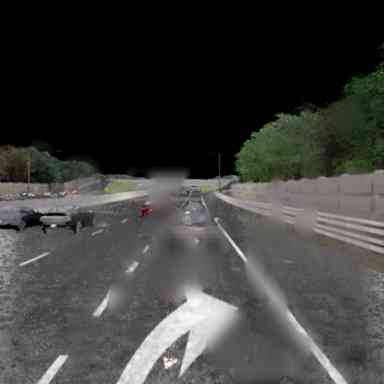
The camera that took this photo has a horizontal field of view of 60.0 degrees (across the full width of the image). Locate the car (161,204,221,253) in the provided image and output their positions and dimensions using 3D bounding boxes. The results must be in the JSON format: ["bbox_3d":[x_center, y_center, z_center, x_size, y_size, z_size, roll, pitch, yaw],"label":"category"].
[{"bbox_3d":[0.121,1.473,13.530,2.128,1.511,4.902,0,0,0],"label":"car"}]

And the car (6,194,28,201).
[{"bbox_3d":[-31.147,1.175,59.250,1.837,1.490,4.892,0,1,1],"label":"car"}]

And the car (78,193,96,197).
[{"bbox_3d":[-20.544,1.016,66.623,1.837,1.490,4.892,0,1,1],"label":"car"}]

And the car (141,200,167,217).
[{"bbox_3d":[-3.402,1.437,30.483,1.882,1.535,5.008,0,0,0],"label":"car"}]

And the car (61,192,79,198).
[{"bbox_3d":[-24.038,0.860,67.119,2.097,1.767,4.553,0,1,1],"label":"car"}]

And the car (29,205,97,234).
[{"bbox_3d":[-6.861,1.465,18.913,2.128,1.511,4.902,0,0,0],"label":"car"}]

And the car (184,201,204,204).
[{"bbox_3d":[0.210,1.520,32.091,1.994,1.385,4.181,0,0,0],"label":"car"}]

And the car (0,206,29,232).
[{"bbox_3d":[-10.357,1.536,19.844,1.994,1.385,4.181,0,0,0],"label":"car"}]

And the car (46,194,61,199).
[{"bbox_3d":[-27.538,1.045,67.145,2.033,1.411,5.357,0,1,1],"label":"car"}]
